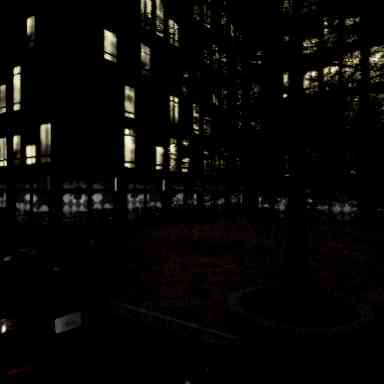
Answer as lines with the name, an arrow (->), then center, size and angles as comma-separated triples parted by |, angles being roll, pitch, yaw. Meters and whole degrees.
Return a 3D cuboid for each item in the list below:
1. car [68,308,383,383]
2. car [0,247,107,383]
car -> 1.509, 1.568, 1.761 | 4.313, 1.339, 1.947 | 0, 0, 36
car -> -3.122, 1.529, 5.066 | 4.313, 1.339, 1.947 | 0, 0, 36
